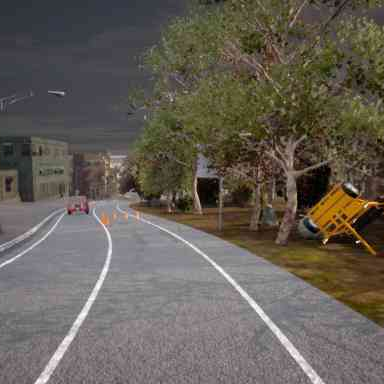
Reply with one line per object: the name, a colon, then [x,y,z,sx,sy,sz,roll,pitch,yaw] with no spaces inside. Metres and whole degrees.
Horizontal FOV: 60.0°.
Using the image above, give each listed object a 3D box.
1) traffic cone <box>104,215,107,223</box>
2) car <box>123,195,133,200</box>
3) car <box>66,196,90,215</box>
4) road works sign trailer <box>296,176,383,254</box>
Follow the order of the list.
traffic cone: [-5.901,2.040,23.192,0.340,0.580,0.340,-2,0,-18]
car: [-17.883,1.568,93.002,1.882,1.535,5.008,1,0,7]
car: [-12.687,1.437,37.095,2.150,2.045,5.566,-2,0,-18]
road works sign trailer: [6.679,1.194,13.369,3.560,2.380,2.880,0,46,-45]
